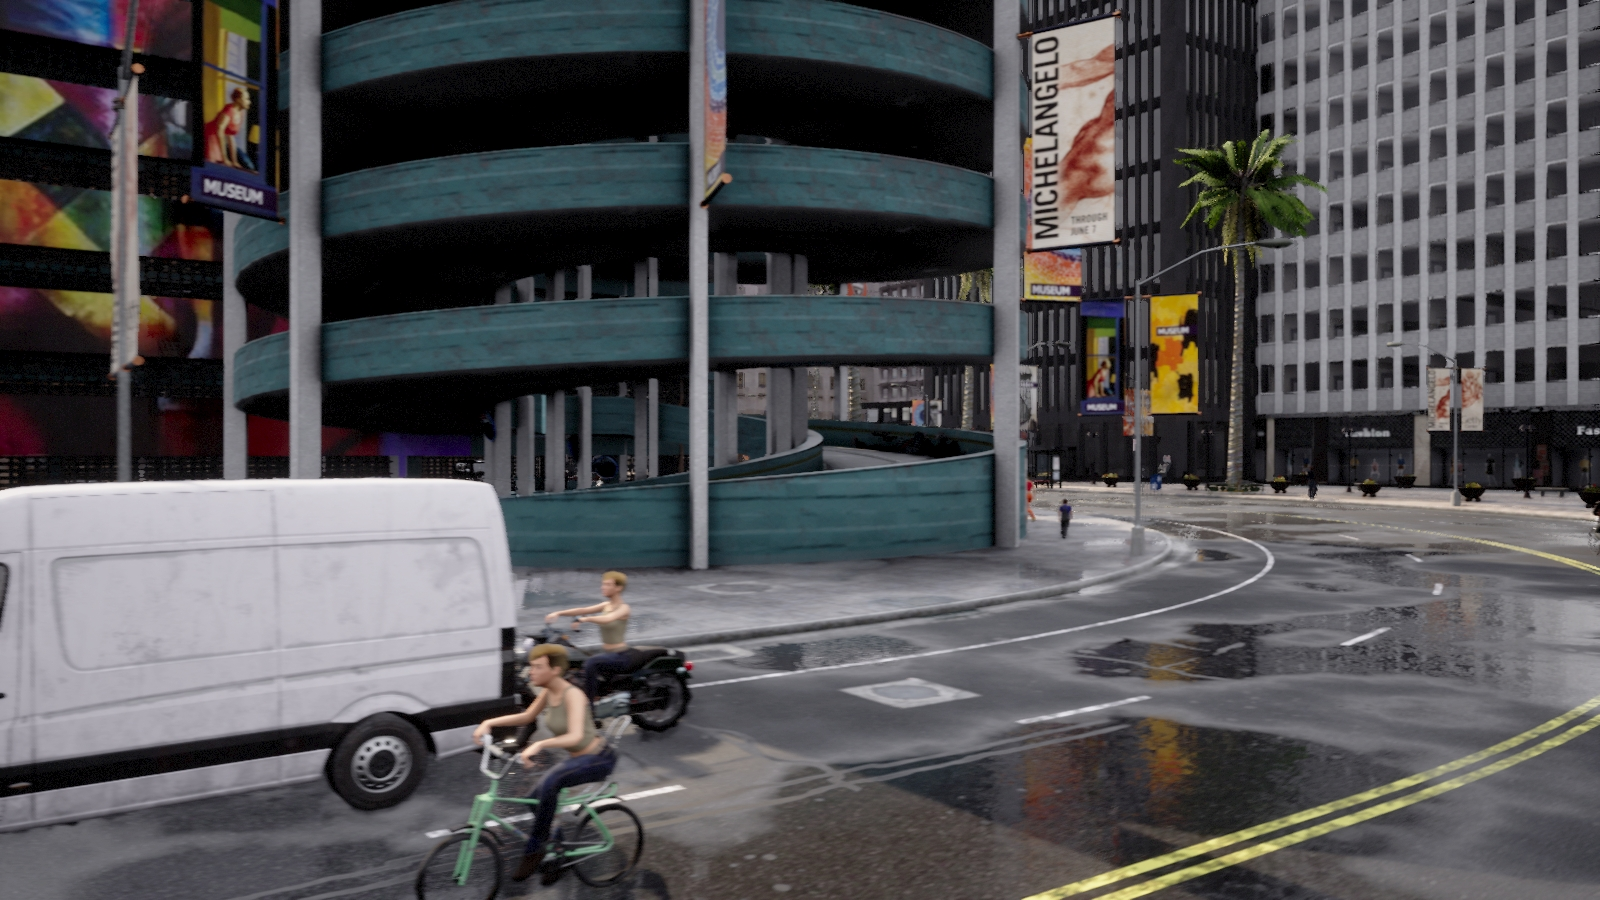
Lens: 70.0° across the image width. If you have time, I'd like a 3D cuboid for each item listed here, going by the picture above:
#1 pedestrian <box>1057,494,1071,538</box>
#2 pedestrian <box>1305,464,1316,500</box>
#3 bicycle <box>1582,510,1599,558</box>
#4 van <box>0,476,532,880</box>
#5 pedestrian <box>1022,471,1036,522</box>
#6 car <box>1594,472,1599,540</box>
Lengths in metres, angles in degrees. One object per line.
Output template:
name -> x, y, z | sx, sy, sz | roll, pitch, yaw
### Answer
pedestrian -> 7.923, 1.976, 34.253 | 0.375, 1.300, 0.375 | 0, 0, 19
pedestrian -> 27.179, 1.698, 60.777 | 0.375, 1.860, 0.375 | 0, 0, -19
bicycle -> 20.994, 2.210, 29.877 | 0.329, 1.171, 1.835 | -1, 0, 16
van -> -5.238, 1.534, 8.702 | 5.915, 2.561, 1.988 | 0, 0, -35
pedestrian -> 8.354, 1.696, 41.629 | 0.375, 1.860, 0.375 | 0, 0, -20
car -> 25.361, 1.753, 32.628 | 2.390, 2.098, 6.274 | 0, 0, 14
